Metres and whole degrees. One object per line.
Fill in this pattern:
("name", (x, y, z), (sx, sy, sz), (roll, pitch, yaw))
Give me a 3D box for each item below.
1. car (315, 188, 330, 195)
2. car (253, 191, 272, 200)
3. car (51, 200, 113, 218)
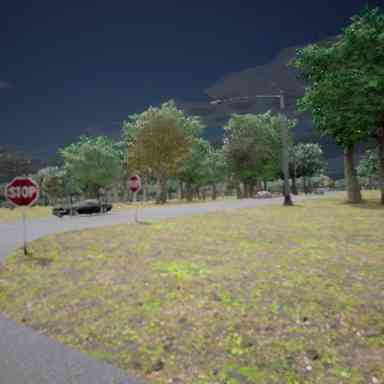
("car", (27.900, -0.146, 71.950), (2.128, 1.511, 4.902), (-3, -1, 28))
("car", (12.226, 0.545, 57.392), (1.812, 1.442, 4.674), (-4, -1, 35))
("car", (-8.798, 1.330, 26.822), (1.895, 1.301, 4.718), (-4, -1, 35))
